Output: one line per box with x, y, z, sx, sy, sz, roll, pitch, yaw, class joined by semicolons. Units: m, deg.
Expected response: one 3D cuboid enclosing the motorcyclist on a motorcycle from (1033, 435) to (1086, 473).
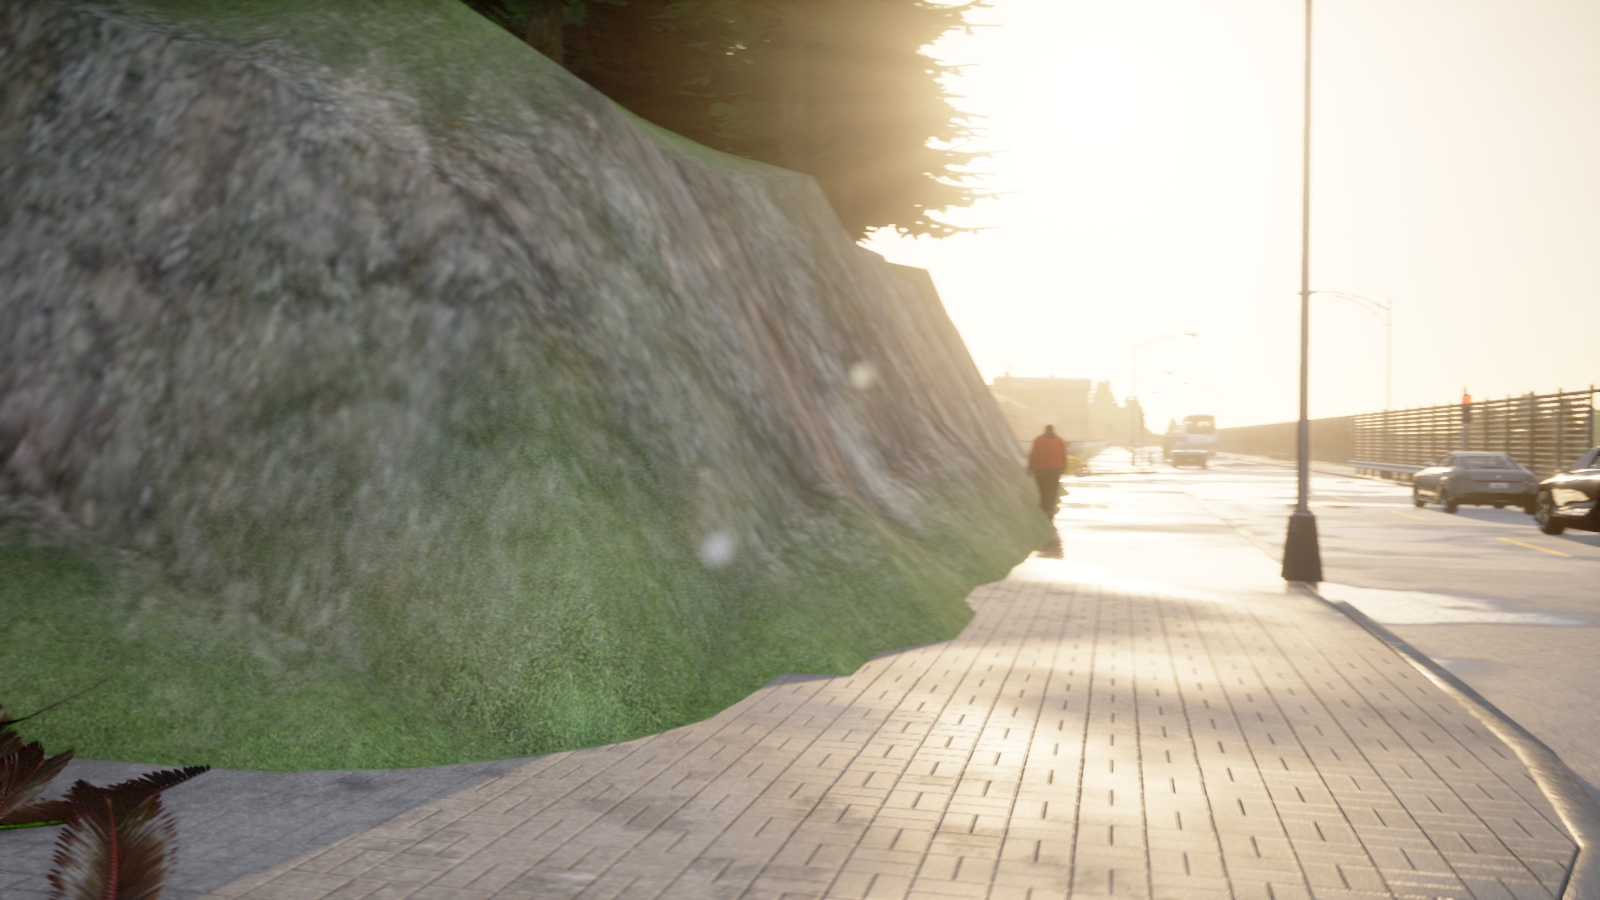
10.524;0.159;50.872;2.044;1.523;0.797;-1;2;17;motorcyclist on a motorcycle

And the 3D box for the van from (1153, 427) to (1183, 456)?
26.198;-0.641;89.498;1.775;1.987;4.442;-1;1;14;van

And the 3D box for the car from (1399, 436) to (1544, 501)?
15.521;0.385;29.277;1.994;1.385;4.181;-1;1;14;car

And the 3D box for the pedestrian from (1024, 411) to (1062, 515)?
4.419;0.234;22.806;0.634;1.844;0.899;-1;1;13;pedestrian

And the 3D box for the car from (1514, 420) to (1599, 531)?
13.296;0.366;20.065;2.033;1.649;4.856;-1;0;14;car

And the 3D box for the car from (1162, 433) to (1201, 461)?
22.122;-0.204;72.865;1.882;1.535;5.008;-1;1;14;car
